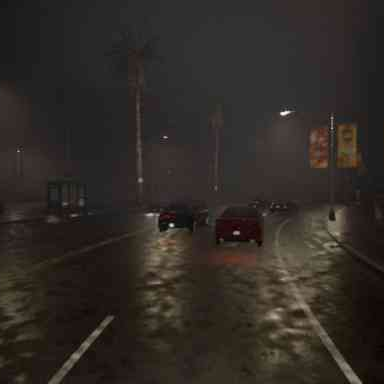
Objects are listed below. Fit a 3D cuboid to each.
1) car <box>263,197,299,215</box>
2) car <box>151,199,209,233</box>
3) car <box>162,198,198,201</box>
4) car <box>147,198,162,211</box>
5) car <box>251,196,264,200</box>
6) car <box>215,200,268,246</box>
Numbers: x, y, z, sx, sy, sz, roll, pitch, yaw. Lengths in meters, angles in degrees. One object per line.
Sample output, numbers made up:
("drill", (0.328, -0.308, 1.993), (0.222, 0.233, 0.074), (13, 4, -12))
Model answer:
("car", (8.684, 1.322, 31.277), (2.033, 1.411, 5.357), (0, 1, 28))
("car", (-0.332, 1.349, 18.525), (1.837, 1.490, 4.892), (0, 0, 16))
("car", (-0.347, 1.234, 29.128), (1.882, 1.535, 5.008), (0, 0, 25))
("car", (-2.325, 1.262, 33.217), (2.033, 1.411, 5.357), (0, 1, 26))
("car", (7.587, 1.232, 36.520), (1.837, 1.490, 4.892), (0, 0, 28))
("car", (2.246, 1.363, 14.808), (1.882, 1.535, 5.008), (0, 0, 14))
